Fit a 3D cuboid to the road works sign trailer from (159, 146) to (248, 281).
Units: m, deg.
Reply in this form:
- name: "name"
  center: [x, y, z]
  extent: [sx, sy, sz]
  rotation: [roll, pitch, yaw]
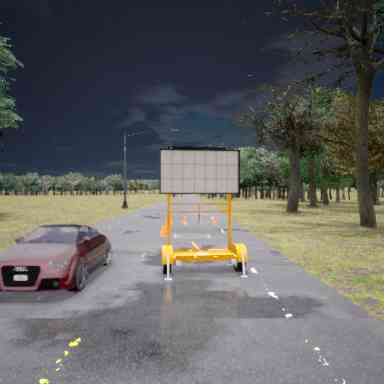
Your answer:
- name: "road works sign trailer"
  center: [0.202, 0.461, 9.989]
  extent: [2.380, 3.560, 2.880]
  rotation: [0, 0, -8]

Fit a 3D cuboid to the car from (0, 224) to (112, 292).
- name: "car"
  center: [-3.494, 1.560, 8.769]
  extent: [1.994, 1.385, 4.181]
  rotation: [0, 0, 0]
